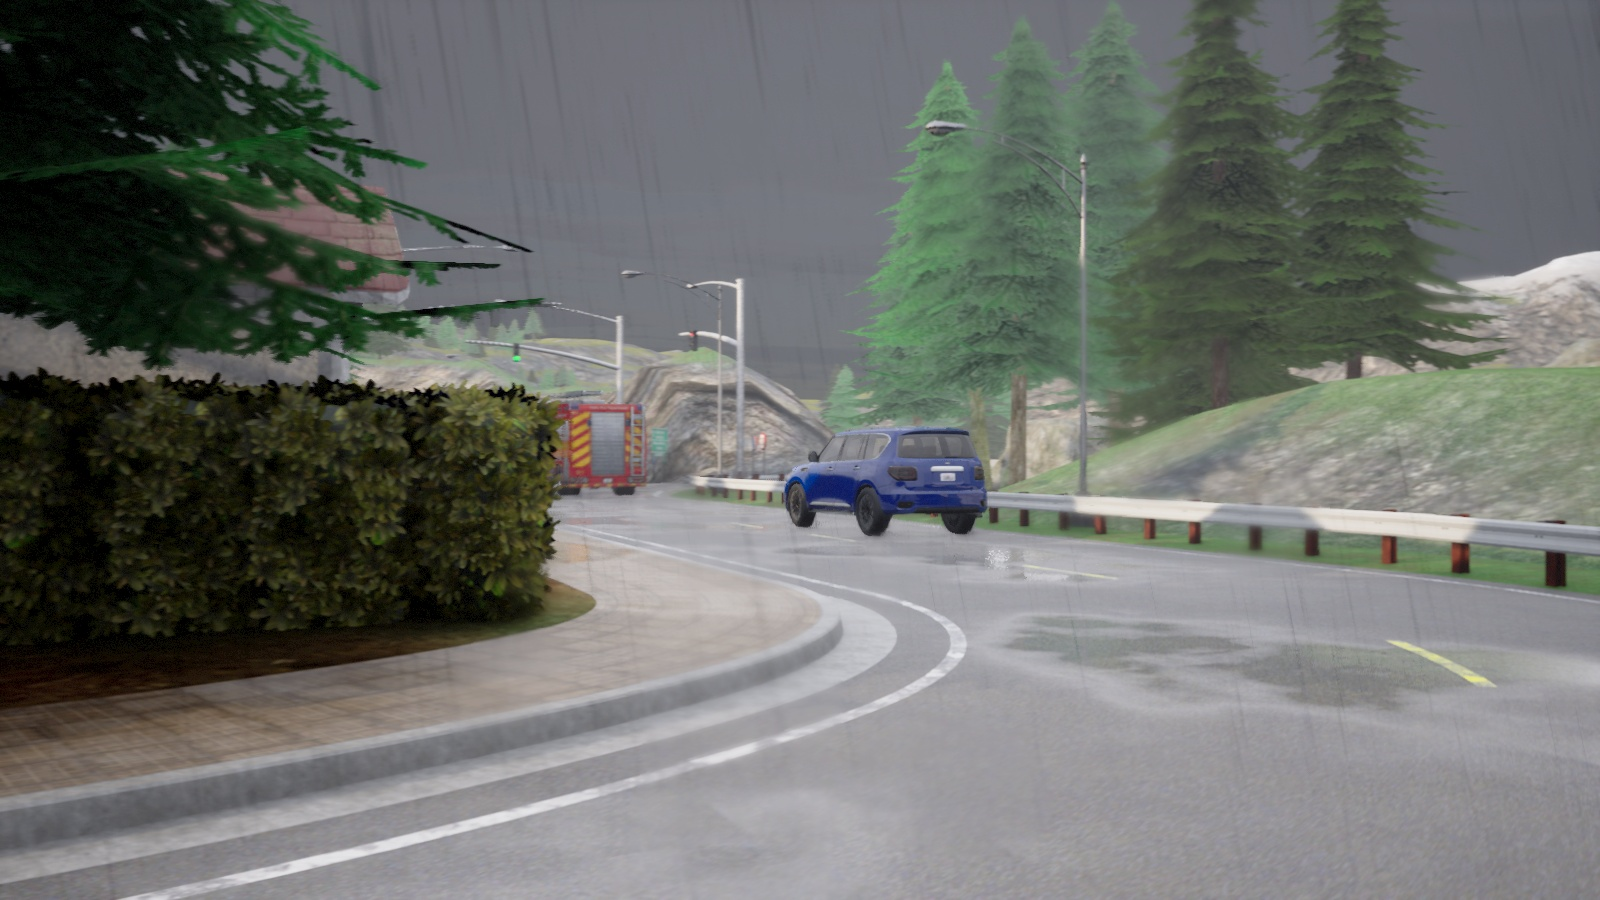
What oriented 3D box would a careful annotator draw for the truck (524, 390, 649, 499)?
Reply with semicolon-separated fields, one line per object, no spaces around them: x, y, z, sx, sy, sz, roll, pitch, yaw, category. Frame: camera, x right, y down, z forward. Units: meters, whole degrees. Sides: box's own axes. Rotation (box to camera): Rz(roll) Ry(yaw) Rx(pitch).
-8.424;-0.241;48.603;2.891;3.827;8.468;0;1;-23;truck

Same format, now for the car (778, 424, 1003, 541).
1.606;0.580;25.034;2.150;2.045;5.566;0;0;-23;car
